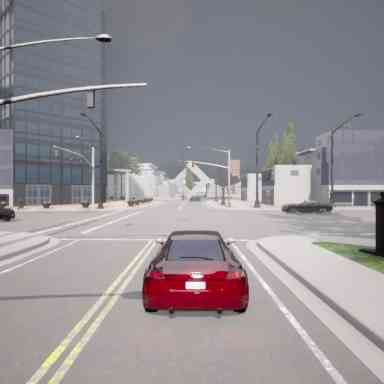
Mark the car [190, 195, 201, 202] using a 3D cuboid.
[{"bbox_3d":[0.785,1.524,77.306,1.812,1.442,4.674,0,0,12],"label":"car"}]

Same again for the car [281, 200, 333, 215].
[{"bbox_3d":[11.515,1.596,33.558,4.718,1.301,1.895,0,0,-1],"label":"car"}]

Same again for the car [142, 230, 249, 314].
[{"bbox_3d":[0.075,1.564,7.685,1.994,1.385,4.181,0,0,0],"label":"car"}]

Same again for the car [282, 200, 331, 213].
[{"bbox_3d":[12.687,1.592,37.059,4.718,1.301,1.895,0,0,0],"label":"car"}]

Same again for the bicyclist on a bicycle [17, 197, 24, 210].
[{"bbox_3d":[-21.975,1.466,42.578,0.582,1.620,1.656,-1,0,0],"label":"bicyclist on a bicycle"}]

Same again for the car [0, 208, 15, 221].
[{"bbox_3d":[-16.597,1.587,26.143,5.008,1.535,1.882,-1,0,0],"label":"car"}]
